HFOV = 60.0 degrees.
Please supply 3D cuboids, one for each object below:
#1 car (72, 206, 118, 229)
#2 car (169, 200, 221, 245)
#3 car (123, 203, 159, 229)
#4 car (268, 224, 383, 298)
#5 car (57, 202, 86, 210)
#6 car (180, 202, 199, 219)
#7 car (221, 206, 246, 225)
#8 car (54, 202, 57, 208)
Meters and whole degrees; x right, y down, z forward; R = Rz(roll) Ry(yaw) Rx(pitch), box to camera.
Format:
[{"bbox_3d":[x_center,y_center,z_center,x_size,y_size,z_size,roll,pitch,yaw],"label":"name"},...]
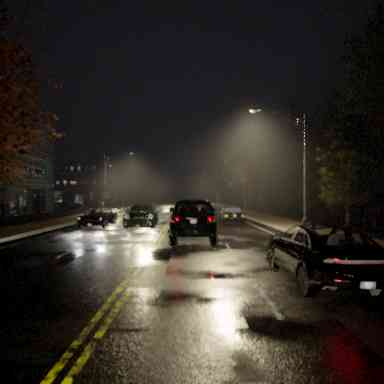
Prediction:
[{"bbox_3d":[-6.778,1.865,24.096,1.895,1.301,4.718,0,-1,-1],"label":"car"},{"bbox_3d":[0.028,1.402,16.809,2.150,2.045,5.566,0,-1,-1],"label":"car"},{"bbox_3d":[-3.518,1.610,23.623,2.097,1.767,4.553,0,-1,-1],"label":"car"},{"bbox_3d":[3.340,1.588,8.750,2.128,1.511,4.902,0,-1,0],"label":"car"},{"bbox_3d":[-20.703,2.458,58.431,4.313,1.339,1.947,-1,1,-1],"label":"car"},{"bbox_3d":[-0.248,1.882,34.552,1.837,1.490,4.892,0,-1,-1],"label":"car"},{"bbox_3d":[3.125,1.844,27.169,2.033,1.411,5.357,0,-1,-1],"label":"car"},{"bbox_3d":[-29.176,2.547,66.803,4.403,1.369,2.008,-1,1,-1],"label":"car"}]
